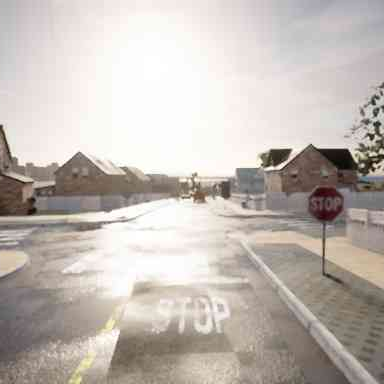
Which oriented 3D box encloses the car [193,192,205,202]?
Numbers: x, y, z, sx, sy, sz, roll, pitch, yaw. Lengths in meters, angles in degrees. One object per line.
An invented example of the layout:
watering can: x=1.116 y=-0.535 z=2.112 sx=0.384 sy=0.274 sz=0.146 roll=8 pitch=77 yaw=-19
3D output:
car: x=1.406 y=0.957 z=65.546 sx=2.150 sy=2.045 sz=5.566 roll=0 pitch=0 yaw=3

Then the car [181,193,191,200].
car: x=-1.161 y=0.886 z=69.801 sx=2.033 sy=1.411 sz=5.357 roll=0 pitch=0 yaw=3

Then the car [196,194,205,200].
car: x=1.883 y=1.141 z=75.929 sx=1.994 sy=1.385 sz=4.181 roll=0 pitch=0 yaw=3
